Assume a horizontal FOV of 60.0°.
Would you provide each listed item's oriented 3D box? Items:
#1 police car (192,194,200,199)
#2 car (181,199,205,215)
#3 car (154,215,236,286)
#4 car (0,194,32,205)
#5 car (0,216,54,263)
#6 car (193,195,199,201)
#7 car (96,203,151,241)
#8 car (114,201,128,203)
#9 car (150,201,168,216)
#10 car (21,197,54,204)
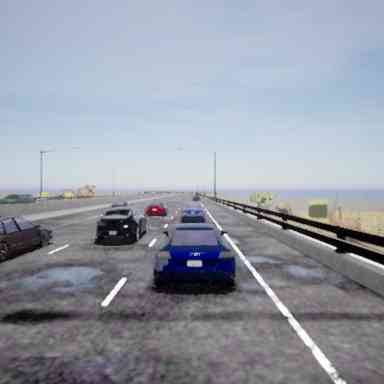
[{"bbox_3d":[1.056,1.473,81.158,1.930,1.638,5.238,0,0,0],"label":"police car"},{"bbox_3d":[0.087,1.564,26.943,2.033,1.411,5.357,0,0,0],"label":"car"},{"bbox_3d":[0.073,1.570,9.466,1.994,1.385,4.181,0,0,0],"label":"car"},{"bbox_3d":[-21.090,1.245,39.900,2.150,2.045,5.566,0,0,0],"label":"car"},{"bbox_3d":[-6.915,1.555,11.949,2.033,1.411,5.357,0,0,0],"label":"car"},{"bbox_3d":[1.057,1.508,91.238,1.801,1.575,5.366,0,0,0],"label":"car"},{"bbox_3d":[-3.405,1.515,16.735,1.837,1.490,4.892,0,0,0],"label":"car"},{"bbox_3d":[-6.904,1.584,32.544,1.994,1.385,4.181,0,0,0],"label":"car"},{"bbox_3d":[-3.404,1.584,32.381,1.994,1.385,4.181,0,0,0],"label":"car"},{"bbox_3d":[-17.592,1.572,39.413,2.033,1.411,5.357,0,0,0],"label":"car"}]
